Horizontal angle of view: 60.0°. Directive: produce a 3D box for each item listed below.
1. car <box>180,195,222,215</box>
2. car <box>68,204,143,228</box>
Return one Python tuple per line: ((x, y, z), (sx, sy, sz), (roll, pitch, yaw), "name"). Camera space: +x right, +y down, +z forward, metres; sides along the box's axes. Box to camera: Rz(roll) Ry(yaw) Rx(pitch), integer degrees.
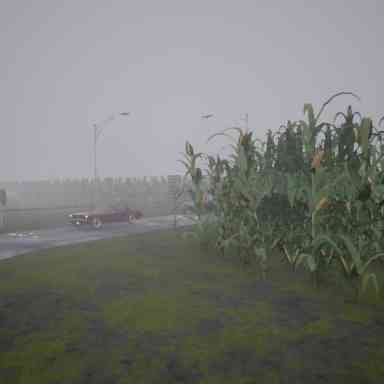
((0.855, 1.124, 30.261), (2.097, 1.767, 4.553), (-1, 0, 34), "car")
((-5.408, 1.480, 21.186), (1.895, 1.301, 4.718), (-1, 0, 35), "car")
